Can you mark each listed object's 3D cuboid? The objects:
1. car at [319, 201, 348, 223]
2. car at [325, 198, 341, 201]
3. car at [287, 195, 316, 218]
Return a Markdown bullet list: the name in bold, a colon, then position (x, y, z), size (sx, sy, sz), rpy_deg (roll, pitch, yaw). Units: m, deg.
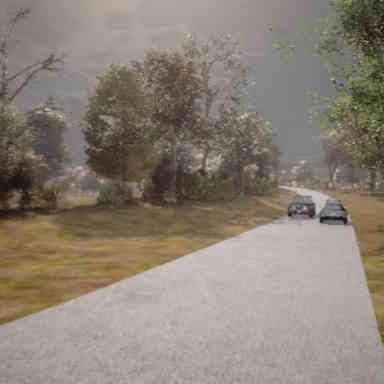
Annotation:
- **car**: position (11.253, 1.630, 26.440), size (1.994, 1.385, 4.181), rpy_deg (-1, 0, 24)
- **car**: position (18.234, 1.462, 42.986), size (1.994, 1.385, 4.181), rpy_deg (0, 1, 22)
- **car**: position (10.533, 1.366, 31.731), size (2.150, 2.045, 5.566), rpy_deg (1, 1, 24)
